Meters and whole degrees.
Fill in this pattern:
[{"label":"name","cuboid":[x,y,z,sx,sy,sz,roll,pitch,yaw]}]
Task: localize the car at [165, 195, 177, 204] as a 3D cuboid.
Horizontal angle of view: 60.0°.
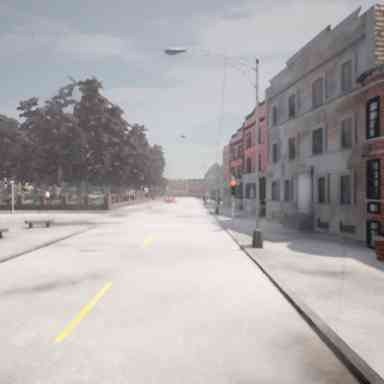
[{"label":"car","cuboid":[-4.135,1.404,65.823,2.097,1.767,4.553,1,-1,-1]}]
